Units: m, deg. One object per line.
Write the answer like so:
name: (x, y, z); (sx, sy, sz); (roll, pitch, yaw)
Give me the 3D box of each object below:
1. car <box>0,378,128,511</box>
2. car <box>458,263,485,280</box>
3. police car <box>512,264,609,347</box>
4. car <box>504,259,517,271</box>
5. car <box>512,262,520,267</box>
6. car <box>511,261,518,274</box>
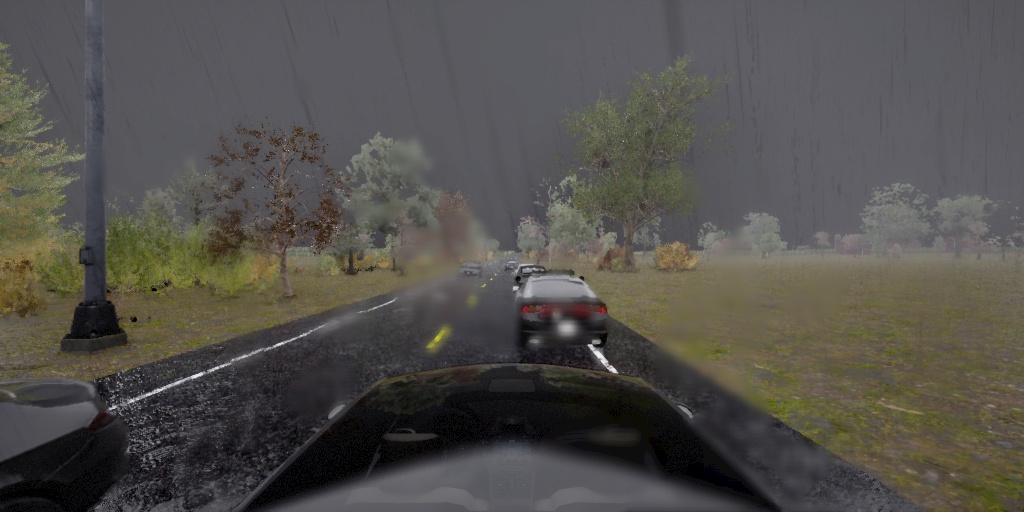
car: (-3.600, 1.276, 0.571); (1.812, 1.442, 4.674); (0, 0, 0)
car: (-3.489, 1.298, 31.363); (1.994, 1.385, 4.181); (0, 0, 0)
police car: (1.053, 1.173, 9.415); (1.930, 1.638, 5.238); (0, 0, 0)
car: (0.051, 1.238, 47.420); (1.812, 1.442, 4.674); (0, 0, 1)
car: (1.056, 1.248, 19.306); (1.837, 1.490, 4.892); (0, 0, 0)
car: (1.058, 1.265, 25.307); (1.812, 1.442, 4.674); (0, 0, 0)
